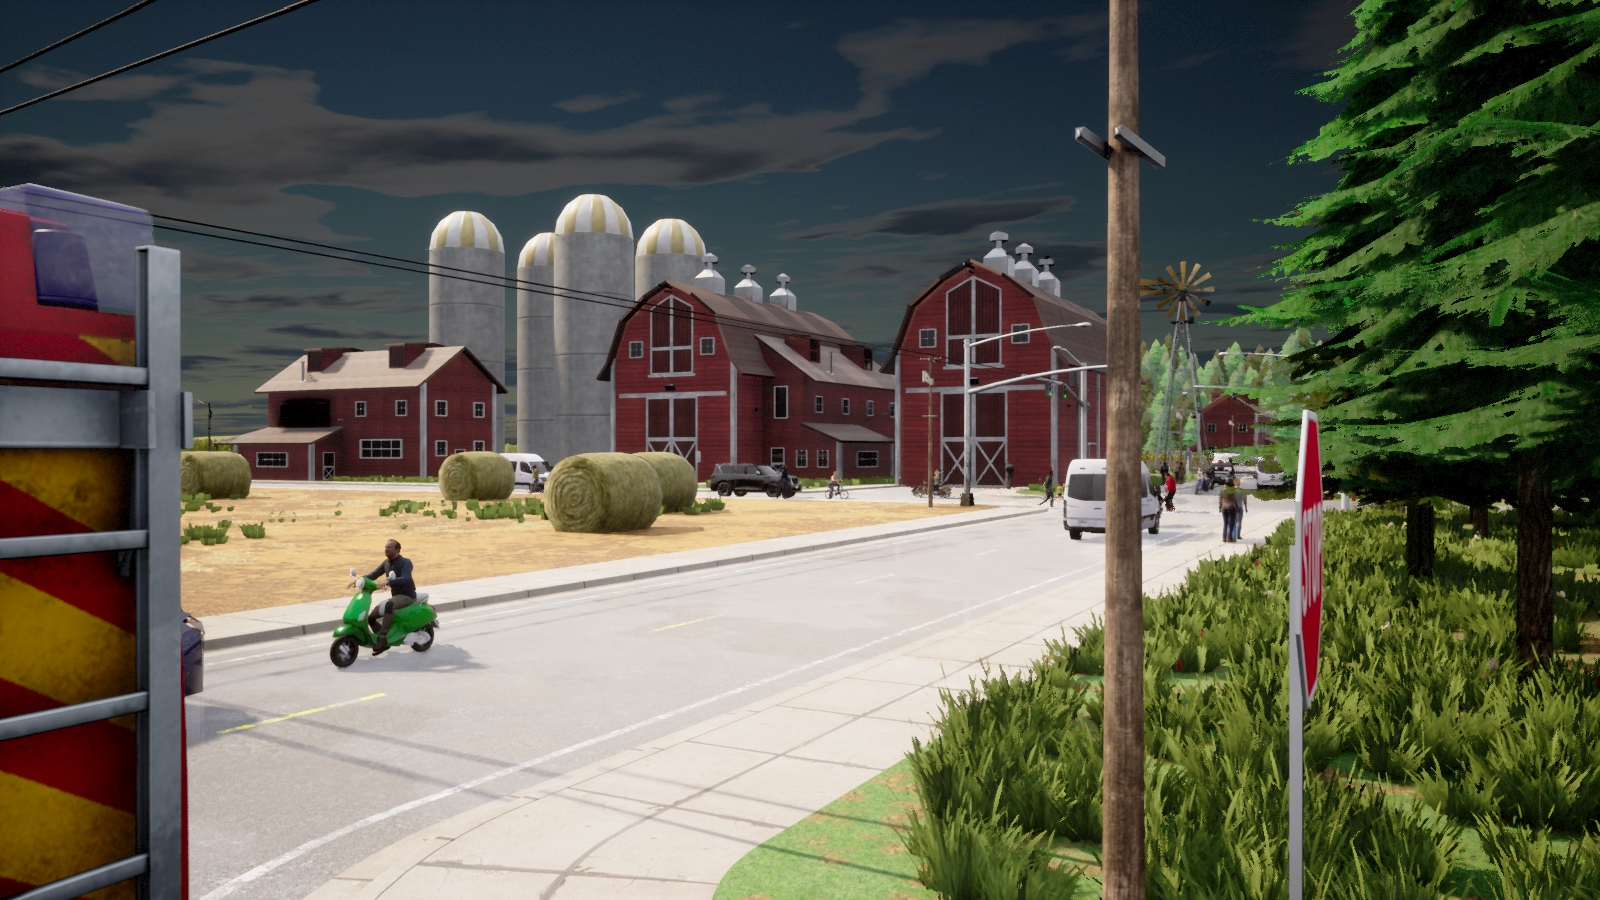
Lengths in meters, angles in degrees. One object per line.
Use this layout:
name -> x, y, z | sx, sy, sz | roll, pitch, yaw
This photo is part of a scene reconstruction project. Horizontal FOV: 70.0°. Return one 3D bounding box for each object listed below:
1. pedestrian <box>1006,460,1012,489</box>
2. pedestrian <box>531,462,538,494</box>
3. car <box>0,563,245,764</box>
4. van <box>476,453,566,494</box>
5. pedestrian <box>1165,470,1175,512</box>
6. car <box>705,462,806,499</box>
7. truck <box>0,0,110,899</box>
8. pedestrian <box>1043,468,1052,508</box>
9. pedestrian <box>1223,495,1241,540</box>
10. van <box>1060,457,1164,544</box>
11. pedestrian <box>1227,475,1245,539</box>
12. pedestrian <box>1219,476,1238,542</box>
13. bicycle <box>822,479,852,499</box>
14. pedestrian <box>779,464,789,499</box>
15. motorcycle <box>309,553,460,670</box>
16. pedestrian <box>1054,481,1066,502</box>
pedestrian -> 13.422, 1.550, 73.293 | 0.375, 1.860, 0.375 | 0, 0, 8
pedestrian -> -15.772, 1.669, 67.891 | 0.375, 1.860, 0.375 | 0, 0, -18
car -> -8.076, 2.059, 10.766 | 2.163, 1.488, 4.792 | 0, 0, 27
van -> -18.408, 1.495, 75.418 | 5.915, 2.561, 1.988 | 0, 1, 27
pedestrian -> 16.677, 1.846, 51.521 | 0.375, 1.860, 0.375 | 0, 0, 28
car -> -2.641, 1.752, 67.206 | 5.566, 2.045, 2.150 | 0, 0, 28
truck -> -6.212, 0.863, 3.457 | 8.468, 3.827, 2.891 | 0, 0, 26
pedestrian -> 11.733, 1.803, 54.159 | 0.375, 1.860, 0.375 | 0, 0, 23
pedestrian -> 12.650, 1.976, 33.474 | 0.375, 1.300, 0.375 | 0, 0, 43
van -> 10.283, 1.534, 37.300 | 1.988, 2.561, 5.915 | 0, 0, 28
pedestrian -> 12.998, 1.694, 34.066 | 0.375, 1.860, 0.375 | 0, 0, 41
pedestrian -> 12.283, 1.695, 32.757 | 0.375, 1.860, 0.375 | 0, 0, -44
bicycle -> 2.077, 2.220, 64.747 | 1.487, 1.080, 0.859 | 0, 0, 28
pedestrian -> -0.849, 1.671, 60.576 | 0.375, 1.860, 0.375 | 0, 0, 44
motorcycle -> -5.597, 2.142, 15.505 | 0.856, 1.316, 1.805 | 0, 0, 29
pedestrian -> 13.834, 2.203, 60.829 | 0.500, 1.100, 0.500 | 0, 0, 32
